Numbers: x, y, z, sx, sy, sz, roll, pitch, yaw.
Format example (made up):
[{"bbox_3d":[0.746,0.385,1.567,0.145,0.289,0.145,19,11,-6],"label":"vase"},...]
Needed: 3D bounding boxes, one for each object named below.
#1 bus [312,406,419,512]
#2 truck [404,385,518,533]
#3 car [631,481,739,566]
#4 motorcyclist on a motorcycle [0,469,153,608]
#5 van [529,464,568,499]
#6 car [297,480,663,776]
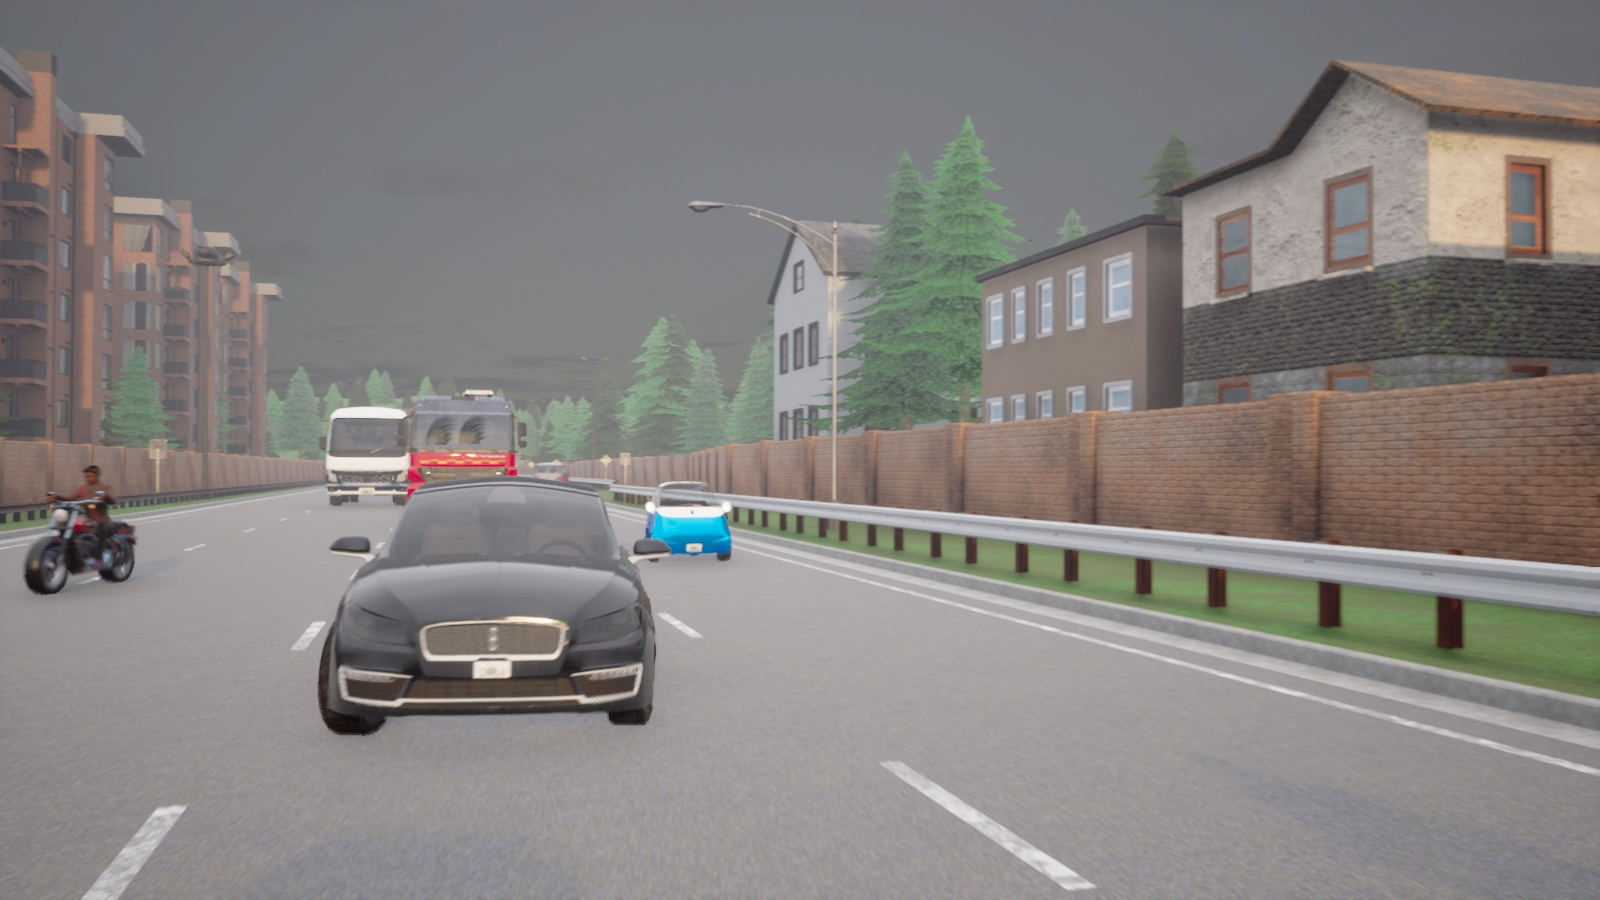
[{"bbox_3d":[-19.100,0.446,55.834,3.944,4.253,10.273,0,-1,-16],"label":"bus"},{"bbox_3d":[-10.049,0.307,37.050,2.891,3.827,8.468,0,-1,-16],"label":"truck"},{"bbox_3d":[-2.051,1.242,21.920,1.481,1.376,2.207,0,-1,-16],"label":"car"},{"bbox_3d":[-9.288,1.072,16.148,0.766,1.649,2.350,-1,-1,-1],"label":"motorcyclist on a motorcycle"},{"bbox_3d":[-14.886,1.867,74.468,1.775,1.987,4.442,0,-1,-5],"label":"van"},{"bbox_3d":[-2.114,0.978,8.983,1.837,1.490,4.892,1,-1,-11],"label":"car"}]
